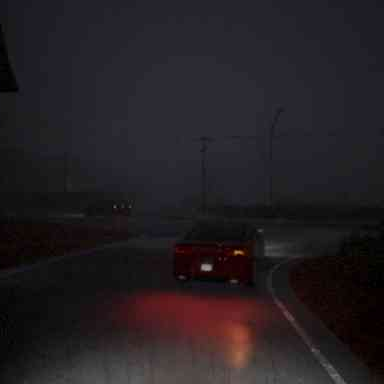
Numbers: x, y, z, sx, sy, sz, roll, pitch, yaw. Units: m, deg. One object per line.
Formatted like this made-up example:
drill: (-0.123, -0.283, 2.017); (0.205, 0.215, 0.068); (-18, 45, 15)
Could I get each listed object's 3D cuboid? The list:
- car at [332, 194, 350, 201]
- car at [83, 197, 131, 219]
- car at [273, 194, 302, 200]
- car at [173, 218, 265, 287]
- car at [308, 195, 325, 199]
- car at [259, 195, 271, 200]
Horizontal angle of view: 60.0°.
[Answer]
car: (31.690, 1.299, 70.994); (3.866, 1.878, 1.905); (0, 0, 3)
car: (-7.418, 1.277, 28.884); (4.553, 1.767, 2.097); (0, 0, 37)
car: (17.963, 1.298, 61.450); (4.605, 1.855, 1.932); (0, 0, 3)
car: (0.962, 1.476, 9.555); (1.882, 1.535, 5.008); (0, 0, 15)
car: (31.769, 1.489, 84.488); (4.193, 1.474, 1.816); (0, 0, 3)
car: (18.861, 1.504, 83.913); (3.905, 1.438, 1.784); (0, 0, 3)
